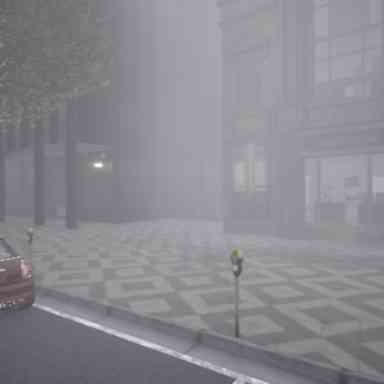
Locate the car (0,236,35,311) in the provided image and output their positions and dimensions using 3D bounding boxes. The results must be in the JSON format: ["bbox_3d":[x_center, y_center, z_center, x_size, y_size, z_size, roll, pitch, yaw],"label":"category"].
[{"bbox_3d":[-4.990,1.494,6.639,4.097,1.590,1.967,0,0,35],"label":"car"}]
